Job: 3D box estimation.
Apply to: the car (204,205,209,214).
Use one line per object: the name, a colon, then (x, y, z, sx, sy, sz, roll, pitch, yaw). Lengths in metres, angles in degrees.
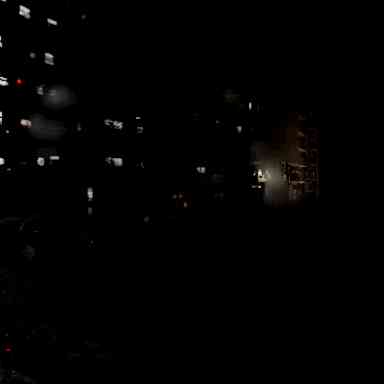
car: (2.913, 1.519, 33.823, 2.008, 1.369, 4.403, -1, 0, 36)

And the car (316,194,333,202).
car: (26.246, 1.218, 65.883, 2.008, 1.369, 4.403, -1, 0, 36)

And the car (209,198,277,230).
car: (3.110, 1.270, 19.671, 1.967, 1.590, 4.097, -1, 0, 36)

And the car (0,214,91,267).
car: (-5.501, 1.529, 11.713, 1.837, 1.490, 4.892, -5, 0, 16)

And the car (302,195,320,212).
car: (13.020, 1.266, 33.473, 1.947, 1.339, 4.313, -1, 0, 36)

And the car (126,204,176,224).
car: (-3.105, 1.595, 25.709, 1.887, 1.381, 4.507, -1, 0, 36)

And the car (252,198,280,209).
car: (9.580, 1.446, 42.984, 1.947, 1.339, 4.313, -1, 0, 36)

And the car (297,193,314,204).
car: (19.574, 1.065, 56.725, 2.192, 1.841, 5.009, -1, 0, 36)
